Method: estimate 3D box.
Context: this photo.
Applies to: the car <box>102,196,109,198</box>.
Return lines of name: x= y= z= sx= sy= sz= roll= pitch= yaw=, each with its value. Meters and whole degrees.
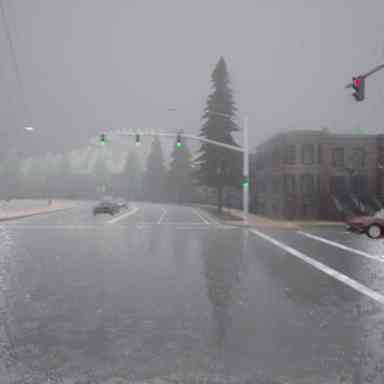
car: x=-14.530 y=1.394 z=57.569 sx=1.837 sy=1.490 sz=4.892 roll=1 pitch=0 yaw=-30

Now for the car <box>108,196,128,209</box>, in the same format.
car: x=-9.232 y=1.423 z=42.971 sx=2.128 sy=1.511 sz=4.902 roll=1 pitch=0 yaw=-10

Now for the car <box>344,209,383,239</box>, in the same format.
car: x=10.682 y=1.578 z=17.577 sx=5.008 sy=1.535 sz=1.882 roll=1 pitch=0 yaw=-2

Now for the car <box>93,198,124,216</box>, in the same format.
car: x=-8.159 y=1.539 z=32.004 sx=1.895 sy=1.301 sz=4.718 roll=1 pitch=0 yaw=-3
